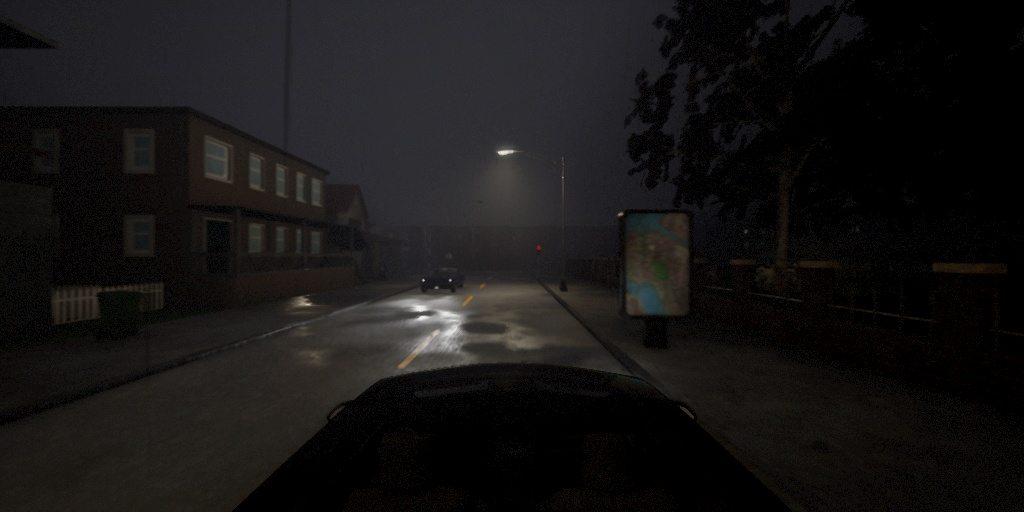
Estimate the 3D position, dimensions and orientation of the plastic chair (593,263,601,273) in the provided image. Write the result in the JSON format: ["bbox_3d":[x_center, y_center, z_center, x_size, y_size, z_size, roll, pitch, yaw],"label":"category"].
[{"bbox_3d":[8.699,1.375,35.991,0.730,1.272,0.750,0,0,-35],"label":"plastic chair"}]

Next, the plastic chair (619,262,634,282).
[{"bbox_3d":[9.701,1.339,30.761,0.730,1.272,0.750,0,0,-35],"label":"plastic chair"}]

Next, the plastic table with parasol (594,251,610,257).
[{"bbox_3d":[9.673,0.772,36.893,2.482,2.480,2.482,0,0,-40],"label":"plastic table with parasol"}]

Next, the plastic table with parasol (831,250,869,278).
[{"bbox_3d":[28.715,0.707,31.011,2.482,2.480,2.482,0,0,-38],"label":"plastic table with parasol"}]

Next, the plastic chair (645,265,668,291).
[{"bbox_3d":[8.992,1.337,22.321,0.730,1.272,0.750,0,0,-35],"label":"plastic chair"}]

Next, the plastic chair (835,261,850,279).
[{"bbox_3d":[27.821,1.289,30.308,0.730,1.272,0.750,0,0,-38],"label":"plastic chair"}]

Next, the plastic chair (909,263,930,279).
[{"bbox_3d":[32.561,1.370,28.656,0.730,1.272,0.750,0,0,-35],"label":"plastic chair"}]

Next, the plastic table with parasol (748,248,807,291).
[{"bbox_3d":[15.286,0.715,20.484,2.482,2.480,2.482,0,0,-40],"label":"plastic table with parasol"}]

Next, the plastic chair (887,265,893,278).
[{"bbox_3d":[32.790,1.371,30.589,0.750,1.272,0.730,0,0,-40],"label":"plastic chair"}]

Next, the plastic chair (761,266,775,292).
[{"bbox_3d":[14.313,1.325,19.582,0.730,1.272,0.750,0,0,-35],"label":"plastic chair"}]

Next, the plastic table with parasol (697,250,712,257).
[{"bbox_3d":[14.661,0.701,28.698,2.482,2.480,2.482,0,0,-42],"label":"plastic table with parasol"}]

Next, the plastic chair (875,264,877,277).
[{"bbox_3d":[35.429,1.376,34.419,0.750,1.272,0.730,0,0,-40],"label":"plastic chair"}]

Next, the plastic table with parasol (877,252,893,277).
[{"bbox_3d":[36.173,0.771,33.389,2.482,2.480,2.482,0,0,-40],"label":"plastic table with parasol"}]

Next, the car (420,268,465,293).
[{"bbox_3d":[-4.006,1.380,21.300,1.895,1.301,4.718,0,0,0],"label":"car"}]

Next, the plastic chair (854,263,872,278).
[{"bbox_3d":[29.536,1.299,30.166,0.750,1.272,0.730,0,0,-44],"label":"plastic chair"}]

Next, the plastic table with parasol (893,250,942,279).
[{"bbox_3d":[33.534,0.767,29.558,2.482,2.480,2.482,0,0,-40],"label":"plastic table with parasol"}]

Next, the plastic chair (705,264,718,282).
[{"bbox_3d":[15.418,1.322,27.716,0.750,1.272,0.730,0,0,-40],"label":"plastic chair"}]

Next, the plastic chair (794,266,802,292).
[{"bbox_3d":[16.019,1.316,19.486,0.750,1.272,0.730,0,0,-40],"label":"plastic chair"}]

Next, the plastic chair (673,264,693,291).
[{"bbox_3d":[10.699,1.332,22.225,0.750,1.272,0.730,0,0,-40],"label":"plastic chair"}]

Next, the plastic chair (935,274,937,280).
[{"bbox_3d":[34.267,1.370,28.560,0.750,1.272,0.730,0,0,-40],"label":"plastic chair"}]

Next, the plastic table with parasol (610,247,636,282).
[{"bbox_3d":[10.674,0.736,31.663,2.482,2.480,2.482,0,0,-40],"label":"plastic table with parasol"}]

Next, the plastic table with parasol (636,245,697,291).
[{"bbox_3d":[9.966,0.707,23.221,2.482,2.480,2.482,0,0,-40],"label":"plastic table with parasol"}]
